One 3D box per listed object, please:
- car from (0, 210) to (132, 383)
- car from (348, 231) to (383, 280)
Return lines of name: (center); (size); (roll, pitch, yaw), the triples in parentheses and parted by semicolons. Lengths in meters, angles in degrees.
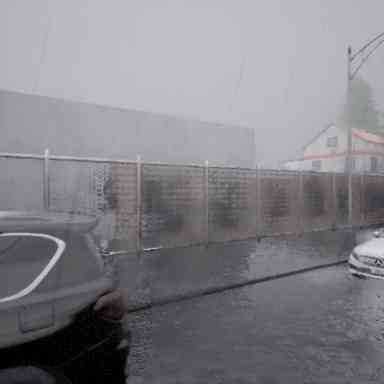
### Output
car: (-3.186, 1.223, 2.328); (5.566, 2.045, 2.150); (-1, 0, -35)
car: (6.066, 1.499, 8.811); (4.674, 1.442, 1.812); (0, 0, -36)
